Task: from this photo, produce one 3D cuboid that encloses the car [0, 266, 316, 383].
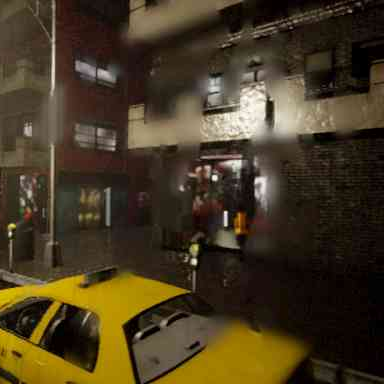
[{"bbox_3d":[-1.175,1.514,3.692,4.829,1.417,1.752,0,1,35],"label":"car"}]
